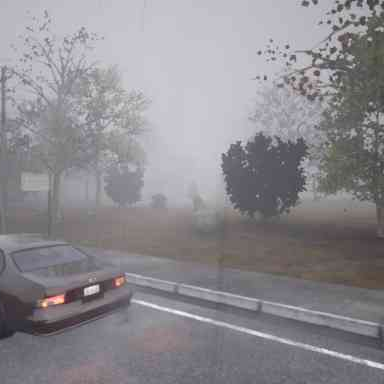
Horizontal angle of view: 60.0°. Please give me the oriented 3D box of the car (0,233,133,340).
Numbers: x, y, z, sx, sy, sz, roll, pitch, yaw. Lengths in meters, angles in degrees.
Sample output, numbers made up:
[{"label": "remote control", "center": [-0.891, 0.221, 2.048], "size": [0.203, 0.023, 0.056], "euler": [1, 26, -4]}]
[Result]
[{"label": "car", "center": [-3.579, 1.547, 6.535], "size": [5.357, 1.411, 2.033], "euler": [0, 0, 35]}]
